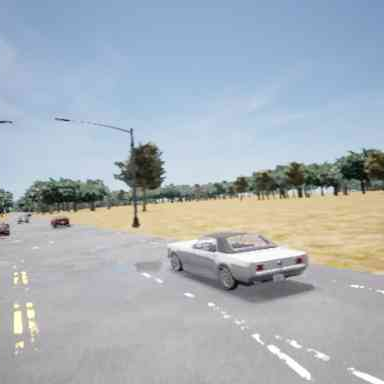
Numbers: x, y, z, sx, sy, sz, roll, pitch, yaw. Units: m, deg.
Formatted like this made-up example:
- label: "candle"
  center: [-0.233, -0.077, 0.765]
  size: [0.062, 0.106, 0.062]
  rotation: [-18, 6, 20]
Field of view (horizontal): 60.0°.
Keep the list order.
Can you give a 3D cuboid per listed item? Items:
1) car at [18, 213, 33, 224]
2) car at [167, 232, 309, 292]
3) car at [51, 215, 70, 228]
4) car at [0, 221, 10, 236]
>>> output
- label: "car"
  center: [-32.127, 5.272, 63.720]
  size: [2.128, 1.511, 4.902]
  rotation: [-2, -2, -24]
- label: "car"
  center: [0.966, 1.824, 9.709]
  size: [1.895, 1.301, 4.718]
  rotation: [-2, -2, -28]
- label: "car"
  center: [-17.408, 3.843, 43.956]
  size: [1.882, 1.535, 5.008]
  rotation: [-2, -2, -28]
- label: "car"
  center: [-19.302, 3.663, 33.108]
  size: [1.994, 1.385, 4.181]
  rotation: [-2, -2, -26]
